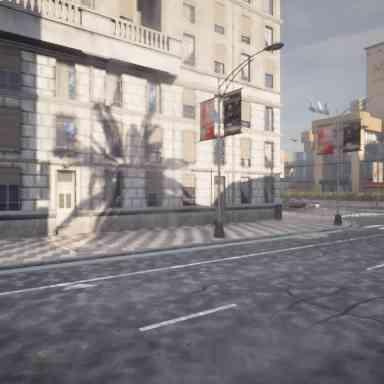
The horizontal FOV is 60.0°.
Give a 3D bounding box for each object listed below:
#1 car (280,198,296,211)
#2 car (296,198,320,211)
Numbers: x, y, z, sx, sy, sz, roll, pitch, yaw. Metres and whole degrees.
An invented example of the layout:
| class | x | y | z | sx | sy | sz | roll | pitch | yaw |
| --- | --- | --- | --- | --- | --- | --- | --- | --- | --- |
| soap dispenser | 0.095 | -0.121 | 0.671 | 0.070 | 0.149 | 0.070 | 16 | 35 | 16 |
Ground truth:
| class | x | y | z | sx | sy | sz | roll | pitch | yaw |
| --- | --- | --- | --- | --- | --- | --- | --- | --- | --- |
| car | 9.926 | 1.564 | 40.182 | 1.994 | 1.385 | 4.181 | 0 | 0 | -36 |
| car | 13.428 | 1.491 | 41.311 | 2.128 | 1.511 | 4.902 | 0 | 0 | -36 |
